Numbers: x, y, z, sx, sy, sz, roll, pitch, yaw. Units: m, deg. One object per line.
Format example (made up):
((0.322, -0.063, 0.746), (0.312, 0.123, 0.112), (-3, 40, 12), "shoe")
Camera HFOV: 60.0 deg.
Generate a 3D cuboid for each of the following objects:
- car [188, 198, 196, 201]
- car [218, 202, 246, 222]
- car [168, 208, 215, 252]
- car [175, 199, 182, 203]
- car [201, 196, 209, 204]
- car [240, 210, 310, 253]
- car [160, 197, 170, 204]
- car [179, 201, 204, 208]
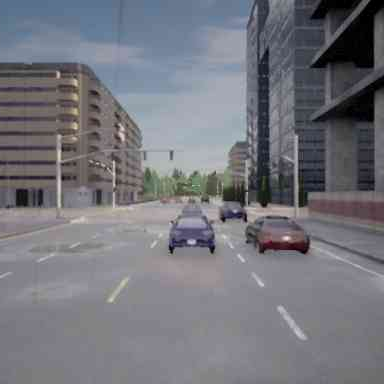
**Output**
((-0.036, 2.330, 88.449), (2.128, 1.511, 4.902), (0, -1, 1), "car")
((3.501, 1.622, 29.083), (2.097, 1.767, 4.553), (0, -1, 0), "car")
((0.005, 1.661, 14.383), (1.812, 1.442, 4.674), (0, 0, 0), "car")
((-3.552, 2.405, 87.240), (1.895, 1.301, 4.718), (0, -1, 1), "car")
((3.464, 2.030, 88.471), (2.150, 2.045, 5.566), (0, -1, 1), "car")
((3.505, 1.699, 14.296), (1.994, 1.385, 4.181), (0, 0, 0), "car")
((-7.050, 2.166, 87.346), (2.097, 1.767, 4.553), (0, -1, 1), "car")
((0.001, 1.818, 28.989), (2.033, 1.411, 5.357), (0, -1, 0), "car")
